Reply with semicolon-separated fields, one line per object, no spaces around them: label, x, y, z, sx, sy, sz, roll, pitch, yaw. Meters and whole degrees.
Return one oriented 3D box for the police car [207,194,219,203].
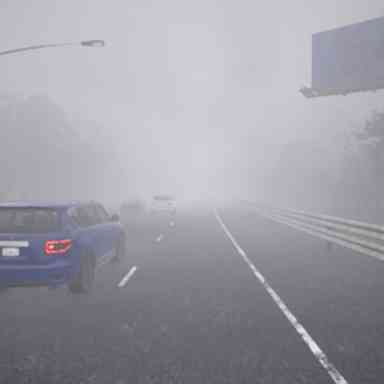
police car;4.209;1.453;70.012;1.930;1.638;5.238;0;0;5

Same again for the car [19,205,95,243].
car;-6.695;1.497;17.203;1.837;1.490;4.892;0;0;1

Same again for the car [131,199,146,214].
car;-6.100;1.472;35.078;1.882;1.535;5.008;0;0;2

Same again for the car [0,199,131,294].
car;-3.349;1.216;8.906;2.150;2.045;5.566;0;0;1

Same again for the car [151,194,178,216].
car;-2.691;1.215;33.025;2.150;2.045;5.566;0;0;2
